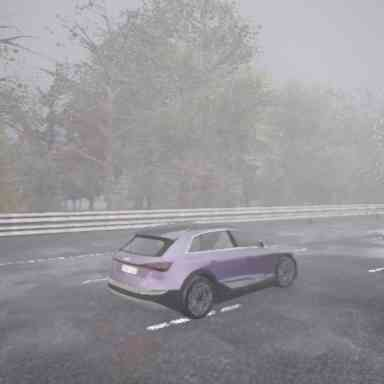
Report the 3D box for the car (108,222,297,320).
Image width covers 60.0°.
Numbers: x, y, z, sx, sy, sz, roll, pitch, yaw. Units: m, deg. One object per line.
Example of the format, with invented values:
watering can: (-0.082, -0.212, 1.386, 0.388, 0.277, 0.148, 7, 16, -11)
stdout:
car: (0.507, 1.502, 7.572, 4.856, 1.649, 2.033, 1, -2, -44)
